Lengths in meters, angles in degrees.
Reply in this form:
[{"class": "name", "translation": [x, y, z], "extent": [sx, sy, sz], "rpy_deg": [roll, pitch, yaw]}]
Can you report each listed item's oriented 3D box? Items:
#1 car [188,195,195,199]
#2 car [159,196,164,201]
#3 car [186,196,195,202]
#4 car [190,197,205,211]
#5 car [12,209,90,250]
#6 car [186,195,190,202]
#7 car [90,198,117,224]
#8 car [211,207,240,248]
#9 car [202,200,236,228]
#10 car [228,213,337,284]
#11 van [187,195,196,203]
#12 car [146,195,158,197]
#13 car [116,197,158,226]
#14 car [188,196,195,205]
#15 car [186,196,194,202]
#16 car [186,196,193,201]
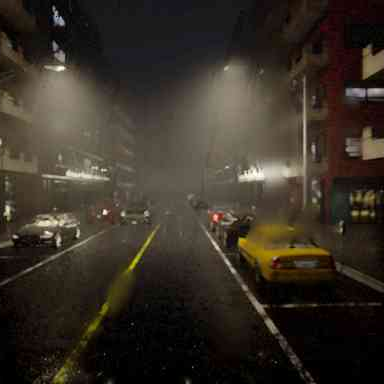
[{"class": "car", "translation": [0.692, 1.672, 54.279], "extent": [1.752, 1.417, 4.829], "rpy_deg": [-1, 0, -2]}, {"class": "car", "translation": [-9.142, 1.890, 93.010], "extent": [1.947, 1.339, 4.313], "rpy_deg": [-1, 0, -2]}, {"class": "car", "translation": [-0.348, 1.785, 82.099], "extent": [2.008, 1.369, 4.403], "rpy_deg": [-1, 0, -2]}, {"class": "car", "translation": [1.117, 1.677, 42.912], "extent": [1.947, 1.339, 4.313], "rpy_deg": [-1, 0, -2]}, {"class": "car", "translation": [-6.212, 1.631, 14.637], "extent": [2.008, 1.369, 4.403], "rpy_deg": [-1, 0, -2]}, {"class": "car", "translation": [0.278, 1.621, 65.306], "extent": [1.967, 1.590, 4.097], "rpy_deg": [-1, 0, -2]}, {"class": "car", "translation": [-6.636, 1.429, 25.834], "extent": [2.192, 1.841, 5.009], "rpy_deg": [-1, 0, -2]}, {"class": "car", "translation": [2.163, 1.593, 14.922], "extent": [1.947, 1.339, 4.313], "rpy_deg": [-1, 0, -2]}, {"class": "car", "translation": [1.951, 1.484, 20.520], "extent": [1.967, 1.590, 4.097], "rpy_deg": [-1, 0, -2]}, {"class": "car", "translation": [2.365, 1.536, 9.494], "extent": [1.752, 1.417, 4.829], "rpy_deg": [-1, 0, -2]}, {"class": "van", "translation": [-0.143, 1.557, 76.502], "extent": [1.690, 1.788, 3.998], "rpy_deg": [-1, 0, -2]}, {"class": "car", "translation": [-7.891, 1.532, 59.423], "extent": [2.192, 1.841, 5.009], "rpy_deg": [-1, 0, -2]}, {"class": "car", "translation": [-3.867, 1.444, 24.148], "extent": [2.097, 1.767, 4.553], "rpy_deg": [0, 0, -2]}, {"class": "car", "translation": [0.907, 1.679, 48.511], "extent": [2.008, 1.369, 4.403], "rpy_deg": [-1, 0, -2]}, {"class": "car", "translation": [-0.557, 1.797, 87.697], "extent": [1.887, 1.381, 4.507], "rpy_deg": [-1, 0, -2]}, {"class": "car", "translation": [-0.766, 1.836, 93.295], "extent": [1.947, 1.339, 4.313], "rpy_deg": [-1, 0, -2]}]
